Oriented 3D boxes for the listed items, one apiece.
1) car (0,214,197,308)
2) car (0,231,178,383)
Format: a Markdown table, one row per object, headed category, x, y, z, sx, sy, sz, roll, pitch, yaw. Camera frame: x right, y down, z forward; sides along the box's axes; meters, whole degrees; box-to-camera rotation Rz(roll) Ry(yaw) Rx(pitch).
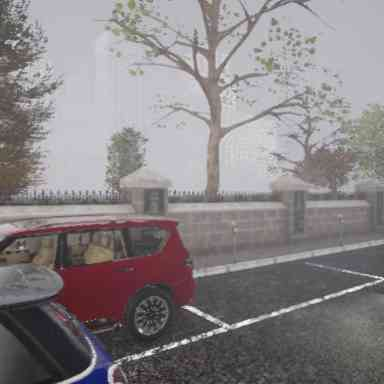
| category | x | y | z | sx | sy | sz | roll | pitch | yaw |
| --- | --- | --- | --- | --- | --- | --- | --- | --- | --- |
| car | -2.240 | 1.320 | 4.959 | 5.009 | 1.841 | 2.192 | 0 | 0 | -35 |
| car | -2.566 | 1.346 | 1.543 | 4.553 | 1.767 | 2.097 | 0 | 0 | -35 |
